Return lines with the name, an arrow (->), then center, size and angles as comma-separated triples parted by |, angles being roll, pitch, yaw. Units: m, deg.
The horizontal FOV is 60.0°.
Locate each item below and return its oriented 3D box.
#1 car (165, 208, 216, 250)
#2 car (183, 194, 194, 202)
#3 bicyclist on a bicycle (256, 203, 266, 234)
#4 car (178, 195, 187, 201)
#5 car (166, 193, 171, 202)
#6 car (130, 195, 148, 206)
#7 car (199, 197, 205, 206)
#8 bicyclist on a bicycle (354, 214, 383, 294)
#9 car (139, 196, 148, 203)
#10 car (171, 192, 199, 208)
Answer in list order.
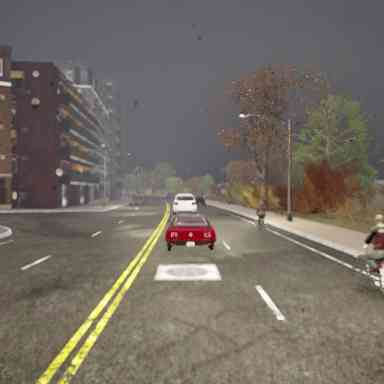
car -> -0.096, 1.607, 14.375 | 1.895, 1.301, 4.718 | 0, 0, -1
car -> -0.833, 1.358, 73.871 | 2.097, 1.767, 4.553 | 0, 0, -6
bicyclist on a bicycle -> 3.839, 1.458, 18.520 | 0.582, 1.620, 1.656 | 0, 0, -2
car -> -2.456, 1.475, 87.506 | 1.882, 1.535, 5.008 | 0, 0, -7
car -> -4.482, 1.528, 77.243 | 2.128, 1.511, 4.902 | 0, 0, -7
car -> -8.854, 1.370, 54.392 | 2.097, 1.767, 4.553 | 0, 0, -4
car -> 1.081, 1.514, 54.453 | 1.837, 1.490, 4.892 | 0, 0, -5
bicyclist on a bicycle -> 4.070, 1.373, 7.432 | 0.659, 1.776, 1.843 | 0, 0, -1
car -> -10.273, 1.539, 70.428 | 1.812, 1.442, 4.674 | 0, 0, -6
car -> -0.763, 1.233, 32.833 | 2.150, 2.045, 5.566 | 0, 0, -3
